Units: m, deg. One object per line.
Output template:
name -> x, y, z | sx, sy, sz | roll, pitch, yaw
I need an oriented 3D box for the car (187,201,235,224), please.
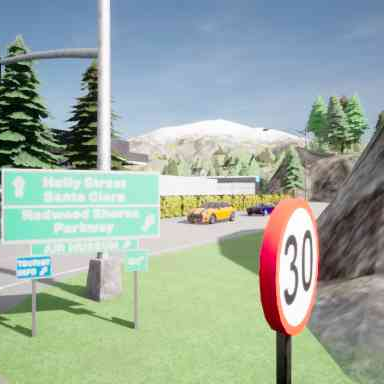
car -> 1.584, 1.544, 26.704 | 2.097, 1.767, 4.553 | 0, 0, 36

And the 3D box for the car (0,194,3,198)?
car -> -38.661, 1.489, 69.944 | 4.514, 1.523, 2.007 | 0, 0, 35

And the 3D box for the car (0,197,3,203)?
car -> -12.400, 1.505, 26.036 | 1.905, 1.878, 3.866 | 0, 0, 35

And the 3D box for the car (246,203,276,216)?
car -> 7.486, 1.792, 34.833 | 1.895, 1.301, 4.718 | 0, 0, 36
